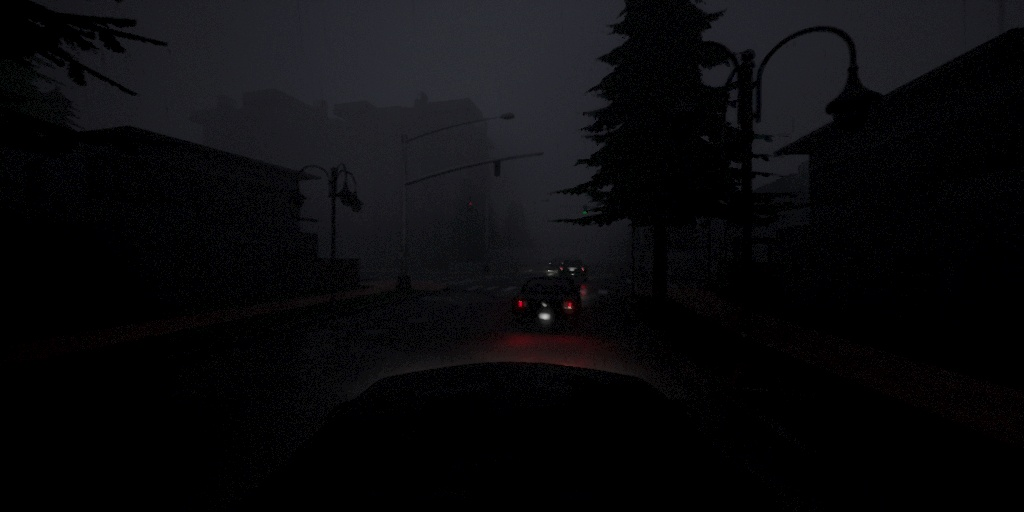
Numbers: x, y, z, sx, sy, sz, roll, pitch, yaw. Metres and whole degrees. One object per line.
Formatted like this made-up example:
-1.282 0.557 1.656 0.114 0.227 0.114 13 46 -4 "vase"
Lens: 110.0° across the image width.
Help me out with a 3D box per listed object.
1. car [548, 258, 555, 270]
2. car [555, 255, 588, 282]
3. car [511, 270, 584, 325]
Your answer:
6.182 0.988 48.302 2.097 1.767 4.553 0 0 15 "car"
4.913 1.043 28.574 2.097 1.767 4.553 0 0 13 "car"
1.285 1.319 11.723 1.895 1.301 4.718 0 0 10 "car"
